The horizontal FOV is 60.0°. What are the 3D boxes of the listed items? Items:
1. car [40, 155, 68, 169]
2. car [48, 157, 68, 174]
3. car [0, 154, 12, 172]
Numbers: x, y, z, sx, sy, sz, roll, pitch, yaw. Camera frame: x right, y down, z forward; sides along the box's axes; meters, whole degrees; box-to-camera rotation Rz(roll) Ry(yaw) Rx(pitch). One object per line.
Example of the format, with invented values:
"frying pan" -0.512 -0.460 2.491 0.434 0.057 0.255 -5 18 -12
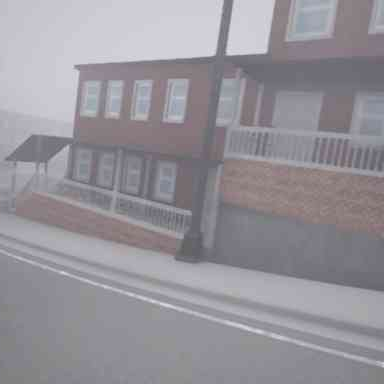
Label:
"car" -17.689 -3.922 44.490 2.150 2.045 5.566 12 7 35
"car" -15.104 -3.041 42.265 2.128 1.511 4.902 12 7 35
"car" -21.024 -3.184 33.980 2.097 1.767 4.553 12 7 35
